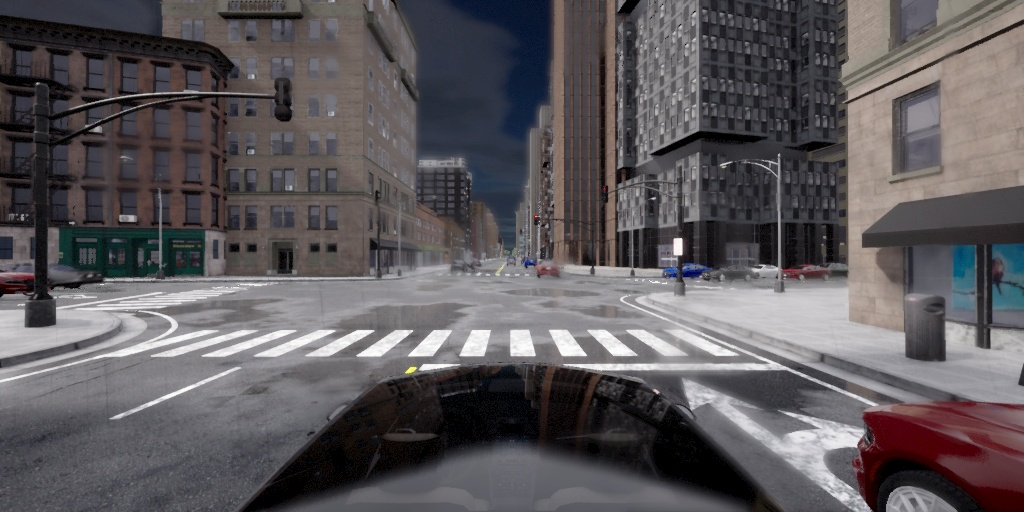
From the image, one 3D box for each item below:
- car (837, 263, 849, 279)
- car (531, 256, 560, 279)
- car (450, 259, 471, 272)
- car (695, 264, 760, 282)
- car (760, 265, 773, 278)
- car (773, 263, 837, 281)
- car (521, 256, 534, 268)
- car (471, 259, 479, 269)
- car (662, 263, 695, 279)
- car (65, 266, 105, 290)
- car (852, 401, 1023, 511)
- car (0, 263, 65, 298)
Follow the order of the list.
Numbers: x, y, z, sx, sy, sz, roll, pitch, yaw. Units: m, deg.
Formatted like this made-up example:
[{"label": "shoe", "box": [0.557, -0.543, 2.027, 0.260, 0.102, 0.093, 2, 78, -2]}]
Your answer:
[{"label": "car", "box": [35.003, 1.570, 39.685, 4.553, 1.767, 2.097, 1, 0, -13]}, {"label": "car", "box": [3.311, 1.153, 34.236, 2.097, 1.767, 4.553, 1, 0, 0]}, {"label": "car", "box": [-6.658, 1.263, 45.639, 1.837, 1.490, 4.892, 0, 0, -1]}, {"label": "car", "box": [19.267, 1.514, 32.084, 4.892, 1.490, 1.837, 1, 0, -17]}, {"label": "car", "box": [25.995, 1.639, 37.400, 4.674, 1.442, 1.812, 1, 0, -15]}, {"label": "car", "box": [28.317, 1.593, 34.659, 5.008, 1.535, 1.882, 1, 0, -15]}, {"label": "car", "box": [3.222, 0.982, 61.559, 2.150, 2.045, 5.566, 0, 0, 0]}, {"label": "car", "box": [-6.662, 1.265, 55.455, 1.837, 1.490, 4.892, 0, 0, 0]}, {"label": "car", "box": [17.014, 1.486, 34.826, 5.008, 1.535, 1.882, 1, 0, -16]}, {"label": "car", "box": [-24.050, 1.041, 17.639, 5.357, 1.411, 2.033, 1, 0, -18]}, {"label": "car", "box": [3.353, 1.227, 0.450, 1.882, 1.535, 5.008, 0, 0, 0]}, {"label": "car", "box": [-22.335, 0.962, 14.471, 5.008, 1.535, 1.882, 1, 0, -17]}]
